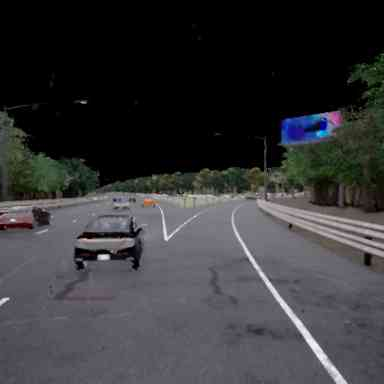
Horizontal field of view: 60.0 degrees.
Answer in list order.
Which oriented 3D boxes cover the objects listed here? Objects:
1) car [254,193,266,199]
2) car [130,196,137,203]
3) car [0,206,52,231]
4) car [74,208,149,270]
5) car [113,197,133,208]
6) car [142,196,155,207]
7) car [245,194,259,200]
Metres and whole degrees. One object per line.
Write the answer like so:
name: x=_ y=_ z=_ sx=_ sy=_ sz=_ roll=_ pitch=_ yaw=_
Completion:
car: x=19.107 y=1.175 z=93.506 sx=1.812 sy=1.442 sz=4.674 roll=0 pitch=1 yaw=29
car: x=-14.525 y=1.833 z=80.981 sx=1.837 sy=1.490 sz=4.892 roll=0 pitch=0 yaw=-9
car: x=-10.412 y=1.595 z=21.051 sx=1.994 sy=1.385 sz=4.181 roll=0 pitch=0 yaw=-5
car: x=-2.547 y=1.502 z=11.150 sx=2.128 sy=1.511 sz=4.902 roll=0 pitch=0 yaw=-5
car: x=-9.388 y=1.710 z=45.112 sx=1.895 sy=1.301 sz=4.718 roll=0 pitch=0 yaw=-7
car: x=-7.147 y=1.506 z=54.600 sx=2.097 sy=1.767 sz=4.553 roll=0 pitch=0 yaw=-7
car: x=14.941 y=1.423 z=84.255 sx=1.895 sy=1.301 sz=4.718 roll=0 pitch=0 yaw=23
